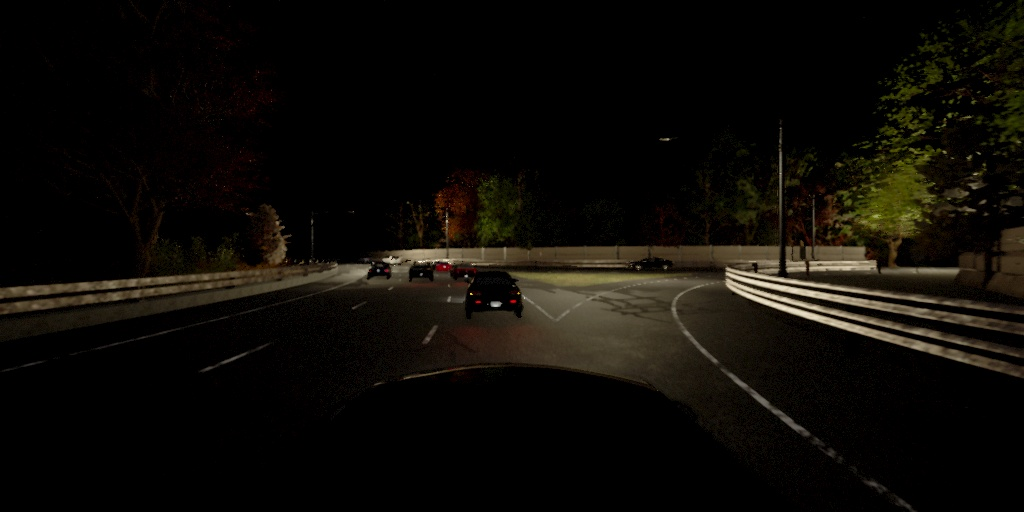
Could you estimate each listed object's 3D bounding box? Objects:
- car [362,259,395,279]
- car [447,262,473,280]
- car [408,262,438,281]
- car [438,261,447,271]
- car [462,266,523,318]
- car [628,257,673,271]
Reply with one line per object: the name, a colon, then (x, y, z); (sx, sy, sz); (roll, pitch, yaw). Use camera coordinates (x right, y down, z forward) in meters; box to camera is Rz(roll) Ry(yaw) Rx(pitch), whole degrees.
car: (-11.712, 1.255, 31.757); (2.033, 1.411, 5.357); (0, 0, -18)
car: (-4.163, 1.294, 30.398); (1.895, 1.301, 4.718); (0, 0, -14)
car: (-7.476, 1.195, 29.556); (2.128, 1.511, 4.902); (0, 0, -14)
car: (-8.703, 1.236, 44.073); (1.994, 1.385, 4.181); (0, 0, -22)
car: (-0.727, 1.252, 12.864); (1.812, 1.442, 4.674); (0, 0, -6)
car: (15.744, 0.840, 40.897); (4.892, 1.490, 1.837); (0, 0, 7)
